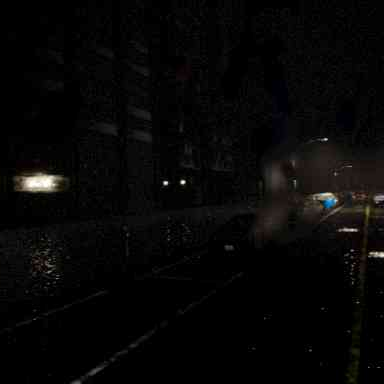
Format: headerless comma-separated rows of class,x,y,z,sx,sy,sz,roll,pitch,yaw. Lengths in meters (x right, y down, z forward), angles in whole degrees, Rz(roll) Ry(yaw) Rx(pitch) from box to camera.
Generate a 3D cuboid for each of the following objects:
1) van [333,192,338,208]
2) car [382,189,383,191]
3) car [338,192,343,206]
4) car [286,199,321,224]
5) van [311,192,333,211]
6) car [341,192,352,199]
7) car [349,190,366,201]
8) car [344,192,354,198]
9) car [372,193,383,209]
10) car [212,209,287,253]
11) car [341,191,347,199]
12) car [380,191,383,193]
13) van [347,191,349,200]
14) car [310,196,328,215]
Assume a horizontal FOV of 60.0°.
van,15.618,1.069,38.783,1.690,1.788,3.998,-3,-1,28
car,47.045,0.350,79.553,1.887,1.381,4.507,-3,-1,28
car,18.278,1.106,43.758,1.967,1.590,4.097,-3,-1,28
car,7.659,1.466,23.853,2.008,1.369,4.403,-3,-1,28
van,12.962,1.132,33.807,1.690,1.788,3.998,-3,-1,28
car,34.219,0.833,73.613,1.887,1.381,4.507,-3,-1,28
car,30.928,0.661,61.595,2.097,1.767,4.553,-3,-1,28
car,39.532,0.728,83.565,1.947,1.339,4.313,-3,-1,28
car,20.792,1.085,36.143,1.895,1.301,4.718,-3,-1,29
car,2.348,1.606,13.901,1.947,1.339,4.313,-3,-1,28
car,20.929,0.918,48.736,2.192,1.841,5.009,-3,-1,28
car,26.083,0.962,46.131,1.895,1.301,4.718,-3,-1,28
van,31.554,0.693,68.640,1.690,1.788,3.998,-3,-1,28
car,10.234,1.380,28.679,1.752,1.417,4.829,-3,-1,28
